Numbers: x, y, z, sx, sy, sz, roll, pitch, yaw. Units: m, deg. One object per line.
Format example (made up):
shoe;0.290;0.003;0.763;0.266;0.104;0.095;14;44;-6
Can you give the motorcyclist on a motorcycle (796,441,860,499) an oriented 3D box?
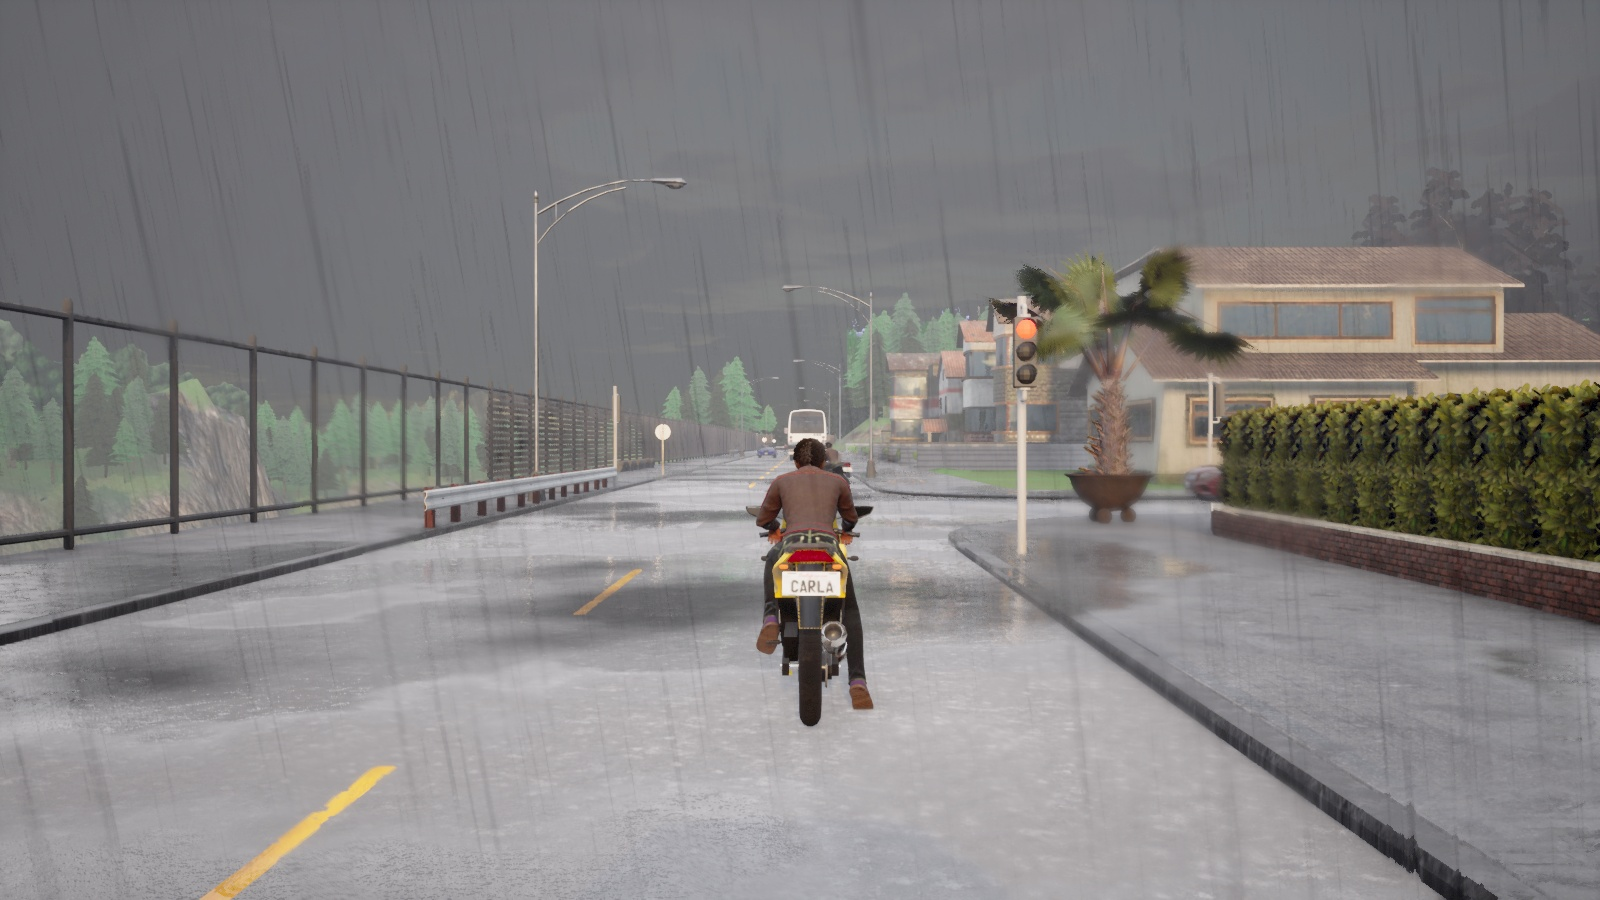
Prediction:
motorcyclist on a motorcycle;0.757;0.535;34.374;0.797;1.523;2.044;3;-1;-27

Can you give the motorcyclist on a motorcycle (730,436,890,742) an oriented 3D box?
motorcyclist on a motorcycle;0.056;0.688;7.269;0.797;1.523;2.044;0;0;0

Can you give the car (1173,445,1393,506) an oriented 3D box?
car;11.706;0.609;30.636;4.674;1.442;1.812;0;0;0
